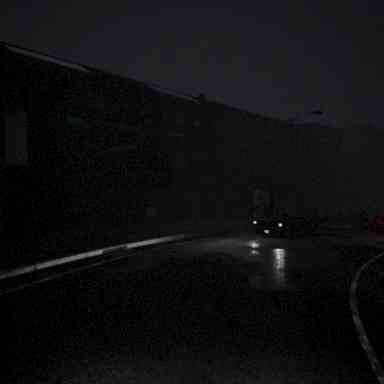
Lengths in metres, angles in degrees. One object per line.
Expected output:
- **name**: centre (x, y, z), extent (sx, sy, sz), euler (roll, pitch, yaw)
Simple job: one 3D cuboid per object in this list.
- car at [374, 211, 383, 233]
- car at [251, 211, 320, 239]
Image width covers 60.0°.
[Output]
- **car**: centre (13.226, 1.827, 21.189), extent (5.008, 1.535, 1.882), euler (2, 0, -45)
- **car**: centre (5.255, 1.713, 18.347), extent (1.895, 1.301, 4.718), euler (2, 0, 43)
